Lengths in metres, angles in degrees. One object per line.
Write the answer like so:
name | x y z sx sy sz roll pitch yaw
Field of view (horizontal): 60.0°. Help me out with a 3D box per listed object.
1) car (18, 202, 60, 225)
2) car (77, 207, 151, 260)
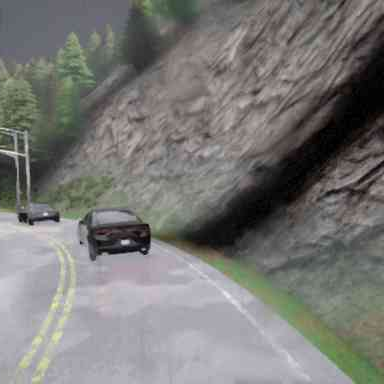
car | -10.646 1.409 22.969 1.994 1.385 4.181 -4 2 -38
car | -2.970 1.290 11.992 1.882 1.535 5.008 -3 2 -24
